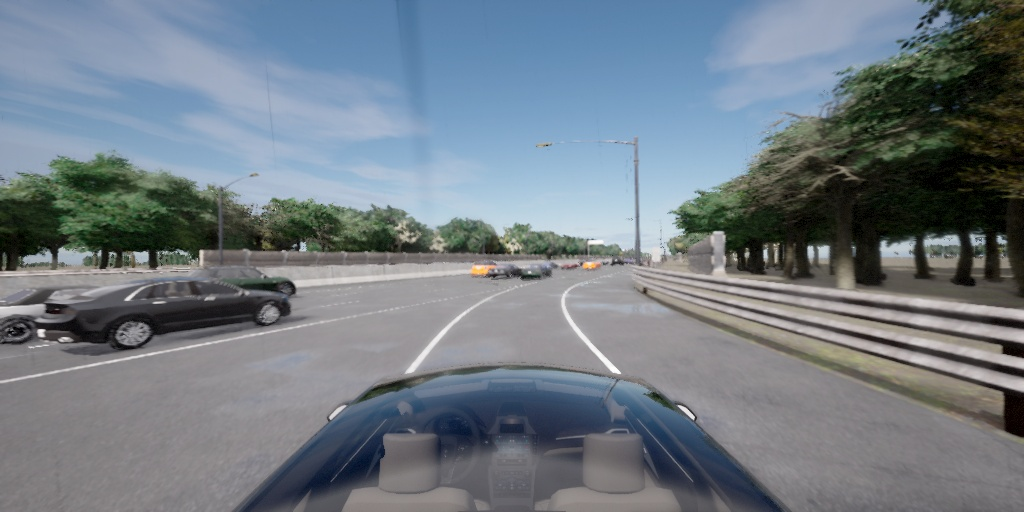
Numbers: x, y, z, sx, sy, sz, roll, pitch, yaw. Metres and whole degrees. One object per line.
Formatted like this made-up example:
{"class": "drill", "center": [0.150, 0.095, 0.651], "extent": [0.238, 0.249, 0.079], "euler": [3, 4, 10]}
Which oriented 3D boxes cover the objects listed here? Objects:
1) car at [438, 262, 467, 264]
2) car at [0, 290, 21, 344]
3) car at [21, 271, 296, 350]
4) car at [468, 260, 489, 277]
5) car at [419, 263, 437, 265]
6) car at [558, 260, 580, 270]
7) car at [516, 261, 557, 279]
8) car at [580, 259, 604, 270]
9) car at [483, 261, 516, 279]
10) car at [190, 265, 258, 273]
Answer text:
{"class": "car", "center": [-9.334, 1.717, 58.570], "extent": [2.128, 1.511, 4.902], "euler": [-1, -1, 25]}
{"class": "car", "center": [-12.010, 1.464, 10.120], "extent": [1.895, 1.301, 4.718], "euler": [-1, 0, 24]}
{"class": "car", "center": [-8.480, 1.310, 9.433], "extent": [1.837, 1.490, 4.892], "euler": [-1, -1, 24]}
{"class": "car", "center": [-2.615, 1.327, 39.364], "extent": [2.097, 1.767, 4.553], "euler": [-1, -1, 24]}
{"class": "car", "center": [-12.516, 1.825, 59.983], "extent": [2.033, 1.411, 5.357], "euler": [-1, -1, 25]}
{"class": "car", "center": [9.329, 1.561, 57.319], "extent": [1.895, 1.301, 4.718], "euler": [-1, -1, 24]}
{"class": "car", "center": [2.380, 1.423, 33.420], "extent": [1.994, 1.385, 4.181], "euler": [-1, -1, 24]}
{"class": "car", "center": [12.492, 1.257, 55.836], "extent": [2.097, 1.767, 4.553], "euler": [-1, -1, 24]}
{"class": "car", "center": [-0.461, 1.463, 35.632], "extent": [2.033, 1.411, 5.357], "euler": [-1, -1, 24]}
{"class": "car", "center": [-12.775, 1.281, 16.924], "extent": [2.097, 1.767, 4.553], "euler": [-1, -1, 24]}
